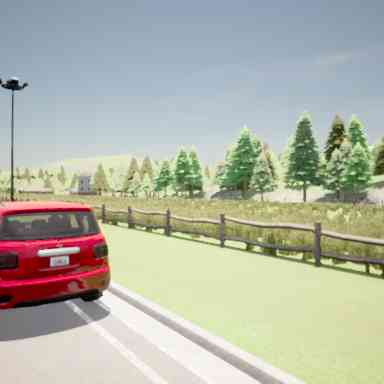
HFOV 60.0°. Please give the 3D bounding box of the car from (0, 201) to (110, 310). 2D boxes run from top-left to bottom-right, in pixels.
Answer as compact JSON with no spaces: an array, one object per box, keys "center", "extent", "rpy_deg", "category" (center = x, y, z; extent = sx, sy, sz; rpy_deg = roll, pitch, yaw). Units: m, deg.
[{"center":[-3.770,1.209,7.545],"extent":[2.150,2.045,5.566],"rpy_deg":[0,0,-37],"category":"car"}]
